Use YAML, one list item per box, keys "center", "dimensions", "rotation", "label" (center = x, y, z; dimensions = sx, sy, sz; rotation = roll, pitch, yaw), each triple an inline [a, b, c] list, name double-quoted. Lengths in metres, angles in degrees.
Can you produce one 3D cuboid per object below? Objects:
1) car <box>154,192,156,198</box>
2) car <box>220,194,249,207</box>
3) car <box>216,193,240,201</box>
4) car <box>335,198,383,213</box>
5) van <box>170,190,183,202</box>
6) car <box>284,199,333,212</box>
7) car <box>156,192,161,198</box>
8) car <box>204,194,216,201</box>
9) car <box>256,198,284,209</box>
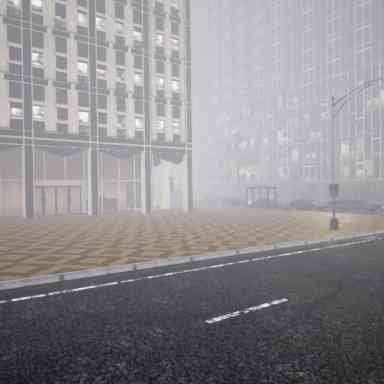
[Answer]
- center: [-9.021, 0.684, 83.602]
  dimensions: [1.967, 1.590, 4.097]
  rotation: [0, 1, -34]
  label: "car"
- center: [6.420, 1.318, 45.984]
  dimensions: [1.947, 1.339, 4.313]
  rotation: [-1, 1, -34]
  label: "car"
- center: [6.197, 1.234, 51.004]
  dimensions: [1.994, 1.385, 4.181]
  rotation: [-1, 1, -34]
  label: "car"
- center: [17.053, 1.393, 35.062]
  dimensions: [2.033, 1.411, 5.357]
  rotation: [-1, 1, -34]
  label: "car"
- center: [-3.139, 0.936, 60.098]
  dimensions: [1.690, 1.788, 3.998]
  rotation: [0, 1, -34]
  label: "van"
- center: [12.761, 1.422, 36.547]
  dimensions: [1.947, 1.339, 4.313]
  rotation: [-1, 1, -34]
  label: "car"
- center: [-5.820, 0.613, 78.905]
  dimensions: [2.192, 1.841, 5.009]
  rotation: [0, 1, -34]
  label: "car"
- center: [3.785, 1.041, 64.820]
  dimensions: [1.802, 1.307, 4.206]
  rotation: [-1, 1, -34]
  label: "car"
- center: [9.573, 1.386, 41.256]
  dimensions: [1.802, 1.307, 4.206]
  rotation: [-1, 1, -34]
  label: "car"
